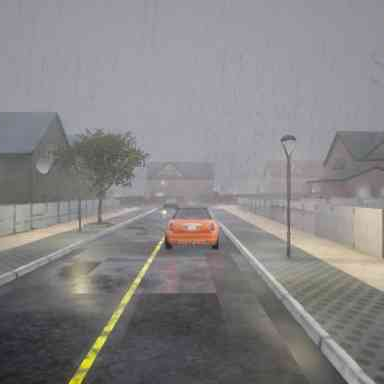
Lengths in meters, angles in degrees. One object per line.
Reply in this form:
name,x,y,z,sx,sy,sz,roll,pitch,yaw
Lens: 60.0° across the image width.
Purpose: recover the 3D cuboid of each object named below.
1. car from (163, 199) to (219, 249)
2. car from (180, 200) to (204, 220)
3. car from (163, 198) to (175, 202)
car,0.000,1.372,14.622,2.097,1.767,4.553,0,0,0
car,0.000,1.518,29.654,1.882,1.535,5.008,0,0,0
car,-2.750,1.593,44.742,1.882,1.535,5.008,0,0,0
